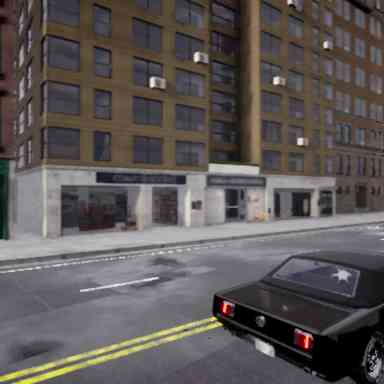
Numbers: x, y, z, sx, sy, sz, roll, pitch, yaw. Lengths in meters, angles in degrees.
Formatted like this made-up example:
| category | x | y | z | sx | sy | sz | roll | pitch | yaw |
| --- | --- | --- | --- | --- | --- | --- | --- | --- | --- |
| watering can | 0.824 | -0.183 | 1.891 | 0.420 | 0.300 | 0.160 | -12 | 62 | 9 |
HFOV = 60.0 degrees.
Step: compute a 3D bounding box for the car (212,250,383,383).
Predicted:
| category | x | y | z | sx | sy | sz | roll | pitch | yaw |
| --- | --- | --- | --- | --- | --- | --- | --- | --- | --- |
| car | 2.700 | 1.629 | 5.376 | 4.718 | 1.301 | 1.895 | 0 | 0 | -36 |
